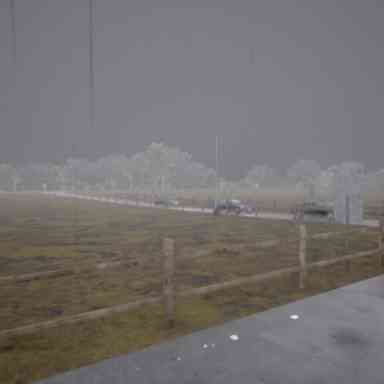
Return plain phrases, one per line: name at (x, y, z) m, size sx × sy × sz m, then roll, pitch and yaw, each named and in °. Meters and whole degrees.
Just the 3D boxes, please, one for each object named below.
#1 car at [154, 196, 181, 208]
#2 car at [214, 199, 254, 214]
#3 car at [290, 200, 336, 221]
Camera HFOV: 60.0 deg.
car at (-3.267, 1.267, 44.020) m, size 2.128 × 1.511 × 4.902 m, roll 1°, pitch 0°, yaw -35°
car at (4.127, 1.424, 33.691) m, size 1.812 × 1.442 × 4.674 m, roll 1°, pitch 0°, yaw -36°
car at (9.897, 1.393, 25.573) m, size 2.128 × 1.511 × 4.902 m, roll 1°, pitch -1°, yaw -34°
